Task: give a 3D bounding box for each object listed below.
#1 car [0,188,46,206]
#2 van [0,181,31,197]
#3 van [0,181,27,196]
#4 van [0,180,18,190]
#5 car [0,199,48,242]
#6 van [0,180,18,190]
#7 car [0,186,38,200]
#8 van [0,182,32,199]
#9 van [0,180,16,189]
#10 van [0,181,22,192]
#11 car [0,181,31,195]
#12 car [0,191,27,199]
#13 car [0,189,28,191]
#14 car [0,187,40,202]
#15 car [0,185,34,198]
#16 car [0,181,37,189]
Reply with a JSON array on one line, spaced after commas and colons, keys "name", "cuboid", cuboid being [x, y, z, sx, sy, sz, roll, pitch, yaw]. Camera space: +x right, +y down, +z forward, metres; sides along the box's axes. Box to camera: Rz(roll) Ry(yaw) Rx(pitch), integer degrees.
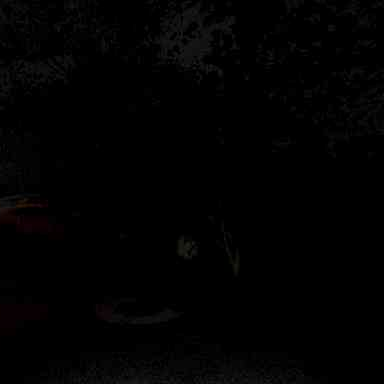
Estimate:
[{"name": "car", "cuboid": [-16.749, 0.474, 31.879, 4.792, 1.488, 2.163, 1, 2, -30]}, {"name": "van", "cuboid": [-25.023, -0.416, 46.260, 4.442, 1.987, 1.878, 1, 1, -30]}, {"name": "van", "cuboid": [-26.627, -0.516, 48.529, 4.442, 1.987, 1.878, 1, 1, -30]}, {"name": "van", "cuboid": [-41.851, -1.567, 74.905, 4.442, 1.987, 1.878, 1, 1, -30]}, {"name": "car", "cuboid": [-6.981, 1.279, 15.292, 5.008, 1.535, 2.097, 1, 2, -30]}, {"name": "van", "cuboid": [-40.512, -1.475, 72.626, 4.442, 1.987, 1.878, 1, 1, -30]}, {"name": "car", "cuboid": [-20.902, 0.134, 39.062, 4.792, 1.488, 2.163, 1, 2, -30]}, {"name": "van", "cuboid": [-22.405, -0.224, 41.358, 4.442, 1.987, 1.878, 1, 2, -31]}, {"name": "van", "cuboid": [-43.522, -1.671, 77.289, 4.442, 1.987, 1.878, 1, 1, -30]}, {"name": "van", "cuboid": [-34.903, -1.092, 63.078, 4.442, 1.987, 1.878, 1, 1, -30]}, {"name": "car", "cuboid": [-27.951, -0.635, 50.960, 5.566, 2.045, 2.435, 1, 1, -30]}, {"name": "car", "cuboid": [-8.347, 1.034, 17.694, 4.553, 1.767, 2.185, 1, 2, -30]}, {"name": "car", "cuboid": [-12.680, 0.799, 24.640, 5.366, 1.575, 1.946, 1, 2, -30]}, {"name": "car", "cuboid": [-19.566, 0.238, 36.788, 4.792, 1.488, 2.163, 1, 2, -30]}, {"name": "car", "cuboid": [-23.724, -0.096, 43.821, 5.008, 1.535, 2.097, 1, 1, -30]}, {"name": "car", "cuboid": [-15.289, 0.314, 29.514, 5.566, 2.045, 2.435, 1, 2, -30]}]
